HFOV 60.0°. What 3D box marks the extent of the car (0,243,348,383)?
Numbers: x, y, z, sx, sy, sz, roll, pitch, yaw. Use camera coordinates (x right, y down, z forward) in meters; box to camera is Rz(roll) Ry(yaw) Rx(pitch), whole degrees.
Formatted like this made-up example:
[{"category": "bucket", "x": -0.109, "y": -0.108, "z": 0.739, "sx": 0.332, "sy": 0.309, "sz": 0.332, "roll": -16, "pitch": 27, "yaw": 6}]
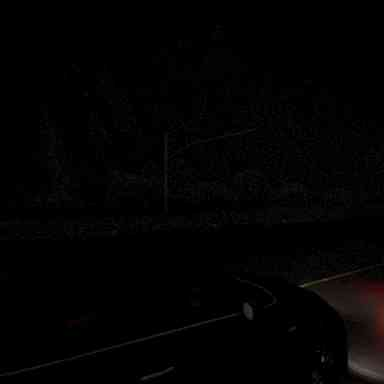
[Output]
[{"category": "car", "x": -0.378, "y": 1.351, "z": 3.476, "sx": 4.553, "sy": 1.767, "sz": 2.097, "roll": 0, "pitch": 0, "yaw": -36}]
